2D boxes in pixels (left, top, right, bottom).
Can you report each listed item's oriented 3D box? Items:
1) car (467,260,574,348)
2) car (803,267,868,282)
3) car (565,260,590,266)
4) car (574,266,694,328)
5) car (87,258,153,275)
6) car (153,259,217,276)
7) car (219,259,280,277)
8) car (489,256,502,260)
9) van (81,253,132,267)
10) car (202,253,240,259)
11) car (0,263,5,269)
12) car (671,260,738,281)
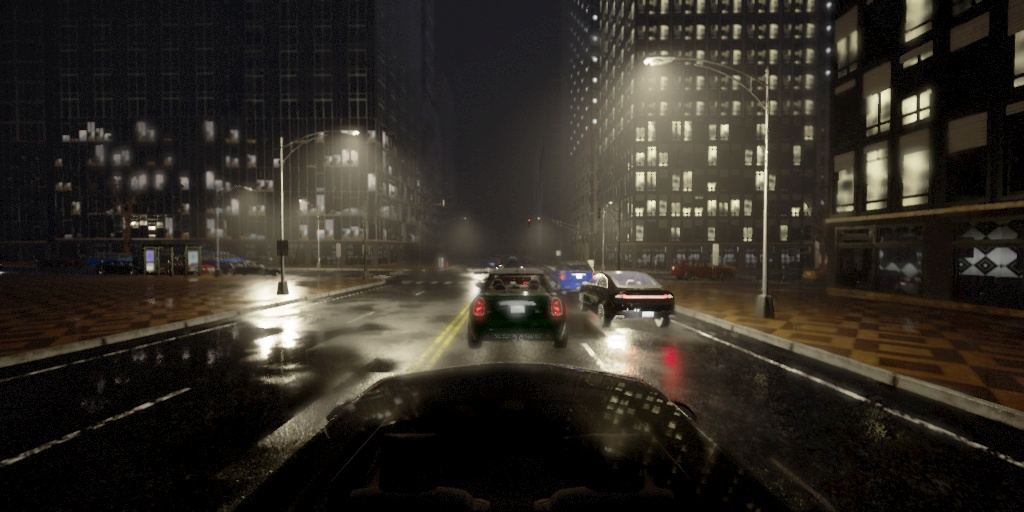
[{"bbox_3d":[0.111,1.091,9.320,2.097,1.767,4.553,0,0,0],"label":"car"},{"bbox_3d":[27.680,1.550,30.574,4.829,1.417,1.751,0,0,1],"label":"car"},{"bbox_3d":[3.375,1.074,20.135,2.097,1.767,4.553,0,0,0],"label":"car"},{"bbox_3d":[3.363,1.228,11.294,2.128,1.511,4.902,0,0,0],"label":"car"},{"bbox_3d":[-34.057,1.039,31.685,4.313,1.339,1.948,0,0,1],"label":"car"},{"bbox_3d":[-28.376,1.108,31.504,4.207,1.307,1.802,0,0,1],"label":"car"},{"bbox_3d":[-22.693,1.144,31.364,4.313,1.339,1.948,0,0,1],"label":"car"},{"bbox_3d":[-3.236,1.170,61.375,1.812,1.442,4.674,0,0,0],"label":"car"},{"bbox_3d":[-45.237,0.566,40.360,3.998,1.789,1.690,0,0,1],"label":"van"},{"bbox_3d":[-27.697,0.707,34.173,5.566,2.045,2.150,1,1,1],"label":"car"},{"bbox_3d":[-52.899,0.800,34.811,5.357,1.411,2.033,1,1,2],"label":"car"},{"bbox_3d":[16.232,1.240,30.785,5.009,1.841,2.192,0,0,1],"label":"car"}]
